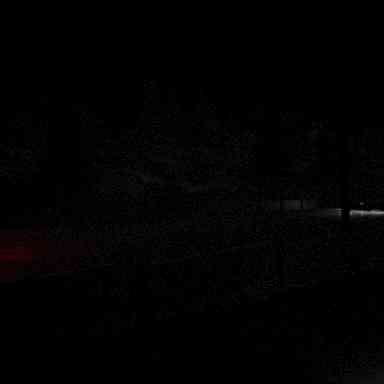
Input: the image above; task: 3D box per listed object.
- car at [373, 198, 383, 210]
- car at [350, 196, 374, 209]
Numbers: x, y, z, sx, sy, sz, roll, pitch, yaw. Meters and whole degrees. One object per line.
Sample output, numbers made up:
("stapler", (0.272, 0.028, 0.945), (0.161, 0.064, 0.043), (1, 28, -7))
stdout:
("car", (22.842, 1.346, 37.423), (4.718, 1.301, 1.895), (-1, 1, -35))
("car", (21.032, 1.267, 40.430), (4.674, 1.442, 1.812), (-1, 1, -35))
